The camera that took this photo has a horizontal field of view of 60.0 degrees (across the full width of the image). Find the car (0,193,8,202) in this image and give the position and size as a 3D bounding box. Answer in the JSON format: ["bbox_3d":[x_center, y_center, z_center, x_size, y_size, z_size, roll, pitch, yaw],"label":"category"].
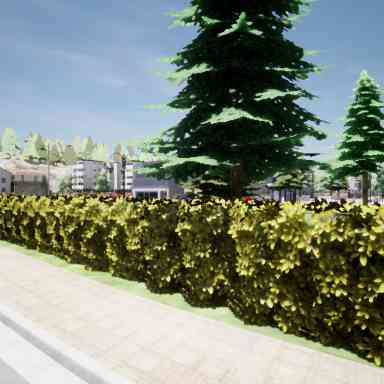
[{"bbox_3d":[-41.764,1.097,70.238,1.932,1.855,4.605,0,0,44],"label":"car"}]

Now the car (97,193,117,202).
[{"bbox_3d":[-18.212,1.077,71.423,1.905,1.878,3.866,0,0,44],"label":"car"}]

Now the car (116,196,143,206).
[{"bbox_3d":[-10.055,1.384,53.337,1.970,1.475,3.806,0,0,44],"label":"car"}]

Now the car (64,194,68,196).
[{"bbox_3d":[-27.320,1.154,80.409,2.152,1.636,5.027,0,0,44],"label":"car"}]

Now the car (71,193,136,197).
[{"bbox_3d":[-8.077,1.221,31.062,2.150,2.045,5.566,0,0,44],"label":"car"}]

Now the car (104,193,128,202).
[{"bbox_3d":[-15.854,1.097,69.676,1.932,1.855,4.605,0,0,44],"label":"car"}]
